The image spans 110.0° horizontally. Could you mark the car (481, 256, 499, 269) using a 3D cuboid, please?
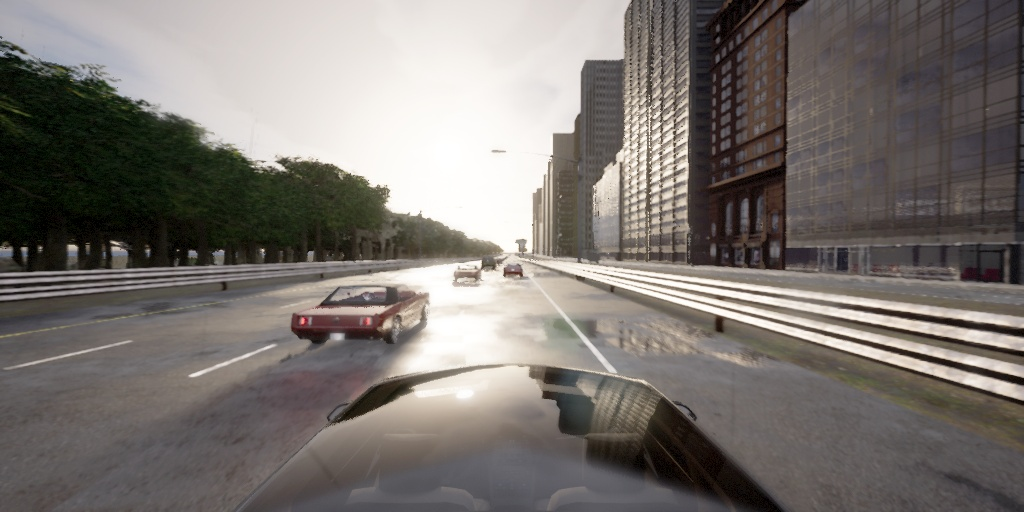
[{"bbox_3d":[-3.564,0.983,55.092,2.150,2.045,5.566,0,0,0],"label":"car"}]

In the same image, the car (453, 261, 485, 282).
[{"bbox_3d":[-3.499,1.334,29.064,1.895,1.301,4.718,0,0,0],"label":"car"}]

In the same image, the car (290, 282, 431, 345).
[{"bbox_3d":[-3.494,1.334,9.409,1.895,1.301,4.718,0,0,0],"label":"car"}]

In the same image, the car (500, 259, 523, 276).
[{"bbox_3d":[0.089,1.318,37.242,1.994,1.385,4.181,0,0,0],"label":"car"}]
